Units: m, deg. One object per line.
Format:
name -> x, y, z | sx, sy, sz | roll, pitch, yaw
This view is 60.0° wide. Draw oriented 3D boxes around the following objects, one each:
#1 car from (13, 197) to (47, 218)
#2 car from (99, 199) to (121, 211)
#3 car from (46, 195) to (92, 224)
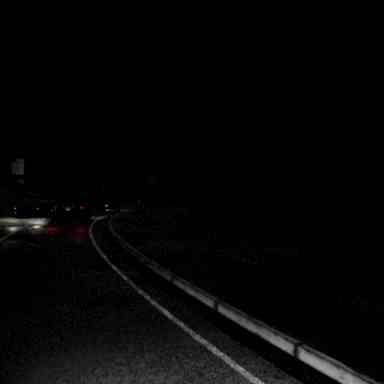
car -> -12.202, 1.120, 25.984 | 1.882, 1.535, 5.008 | 2, -1, -8
car -> -9.699, 1.543, 39.468 | 1.994, 1.385, 4.181 | 2, -1, -2
car -> -7.968, 1.088, 22.371 | 2.097, 1.767, 4.553 | 2, -1, -11
